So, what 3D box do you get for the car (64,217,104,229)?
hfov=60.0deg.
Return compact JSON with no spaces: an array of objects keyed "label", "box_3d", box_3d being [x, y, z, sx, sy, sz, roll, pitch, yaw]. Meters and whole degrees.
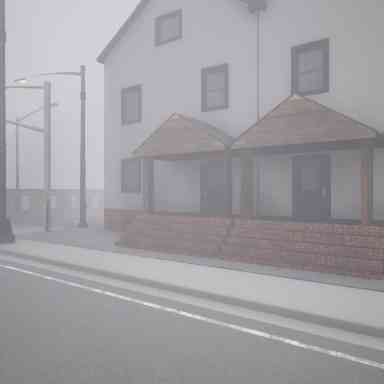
[{"label":"car","box_3d":[-10.669,3.298,33.991,2.097,1.767,4.553,0,-8,36]}]
